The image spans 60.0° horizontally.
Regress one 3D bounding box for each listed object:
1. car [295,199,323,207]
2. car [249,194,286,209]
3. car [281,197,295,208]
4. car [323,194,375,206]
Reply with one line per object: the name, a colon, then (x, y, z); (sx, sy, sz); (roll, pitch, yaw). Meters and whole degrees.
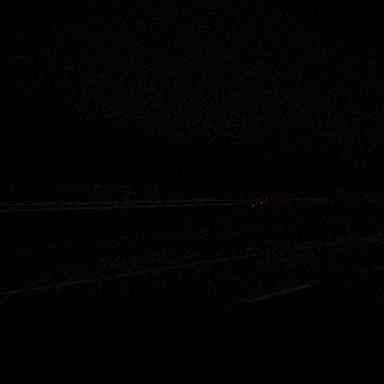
car: (13.576, 1.518, 35.165); (5.008, 1.535, 1.882); (0, 0, -35)
car: (9.458, 1.262, 40.826); (5.566, 2.045, 2.150); (0, 0, -35)
car: (12.935, 1.610, 39.004); (4.181, 1.385, 1.994); (0, 0, -35)
car: (15.573, 1.261, 32.293); (5.566, 2.045, 2.150); (0, 0, -35)
